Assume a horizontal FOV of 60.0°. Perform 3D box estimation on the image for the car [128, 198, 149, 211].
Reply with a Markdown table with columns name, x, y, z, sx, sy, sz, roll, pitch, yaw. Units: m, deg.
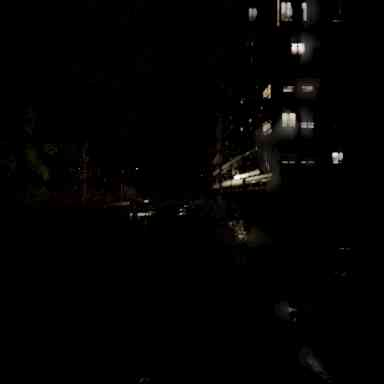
| name | x | y | z | sx | sy | sz | roll | pitch | yaw |
| --- | --- | --- | --- | --- | --- | --- | --- | --- | --- |
| car | -7.562 | 1.723 | 45.894 | 2.128 | 1.511 | 4.902 | 0 | 0 | -2 |

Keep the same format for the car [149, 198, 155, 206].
| name | x | y | z | sx | sy | sz | roll | pitch | yaw |
| --- | --- | --- | --- | --- | --- | --- | --- | --- | --- |
| car | -7.994 | 1.864 | 62.626 | 2.033 | 1.411 | 5.357 | 0 | 0 | -1 |
